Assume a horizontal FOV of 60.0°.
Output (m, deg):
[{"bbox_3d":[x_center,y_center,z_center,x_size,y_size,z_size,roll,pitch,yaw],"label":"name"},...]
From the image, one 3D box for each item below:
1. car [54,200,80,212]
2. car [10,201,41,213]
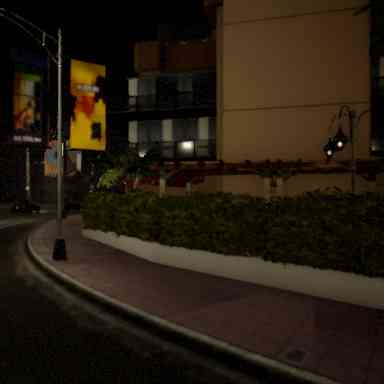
[{"bbox_3d":[-16.052,1.744,43.006,2.128,1.511,4.902,0,0,3],"label":"car"},{"bbox_3d":[-19.648,1.778,39.447,1.994,1.385,4.181,0,0,0],"label":"car"}]
